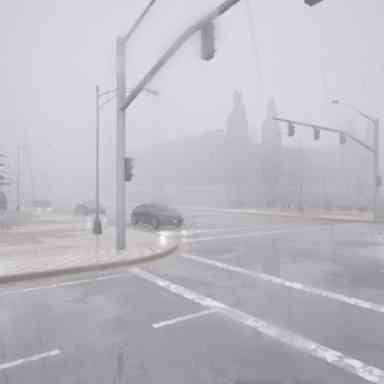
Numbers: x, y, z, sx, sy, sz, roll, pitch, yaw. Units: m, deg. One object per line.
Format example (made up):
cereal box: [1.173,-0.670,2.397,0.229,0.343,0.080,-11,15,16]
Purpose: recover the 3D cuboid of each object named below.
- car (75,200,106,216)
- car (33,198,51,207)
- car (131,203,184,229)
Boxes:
car: [-10.076,1.532,32.779,1.812,1.442,4.674,0,1,-36]
car: [-23.024,1.606,50.984,1.895,1.301,4.718,0,0,-35]
car: [-2.413,1.510,22.051,1.837,1.490,4.892,0,0,-36]
